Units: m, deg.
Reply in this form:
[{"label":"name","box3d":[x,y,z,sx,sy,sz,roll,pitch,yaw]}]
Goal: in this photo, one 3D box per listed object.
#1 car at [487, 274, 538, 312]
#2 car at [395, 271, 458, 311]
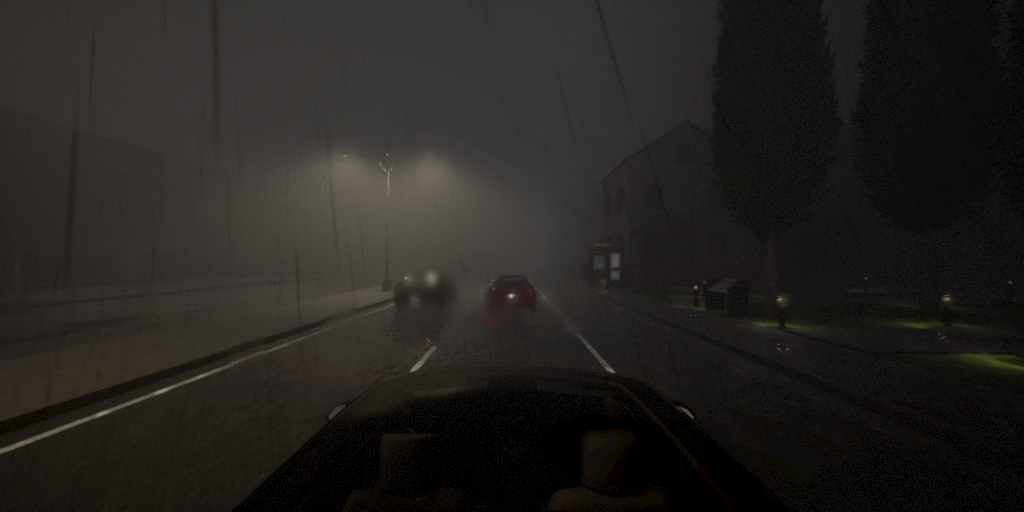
[{"label":"car","box3d":[0.017,1.464,15.204,1.994,1.385,4.181,0,-1,0]},{"label":"car","box3d":[-3.484,1.394,15.318,2.128,1.511,4.902,0,0,0]}]
